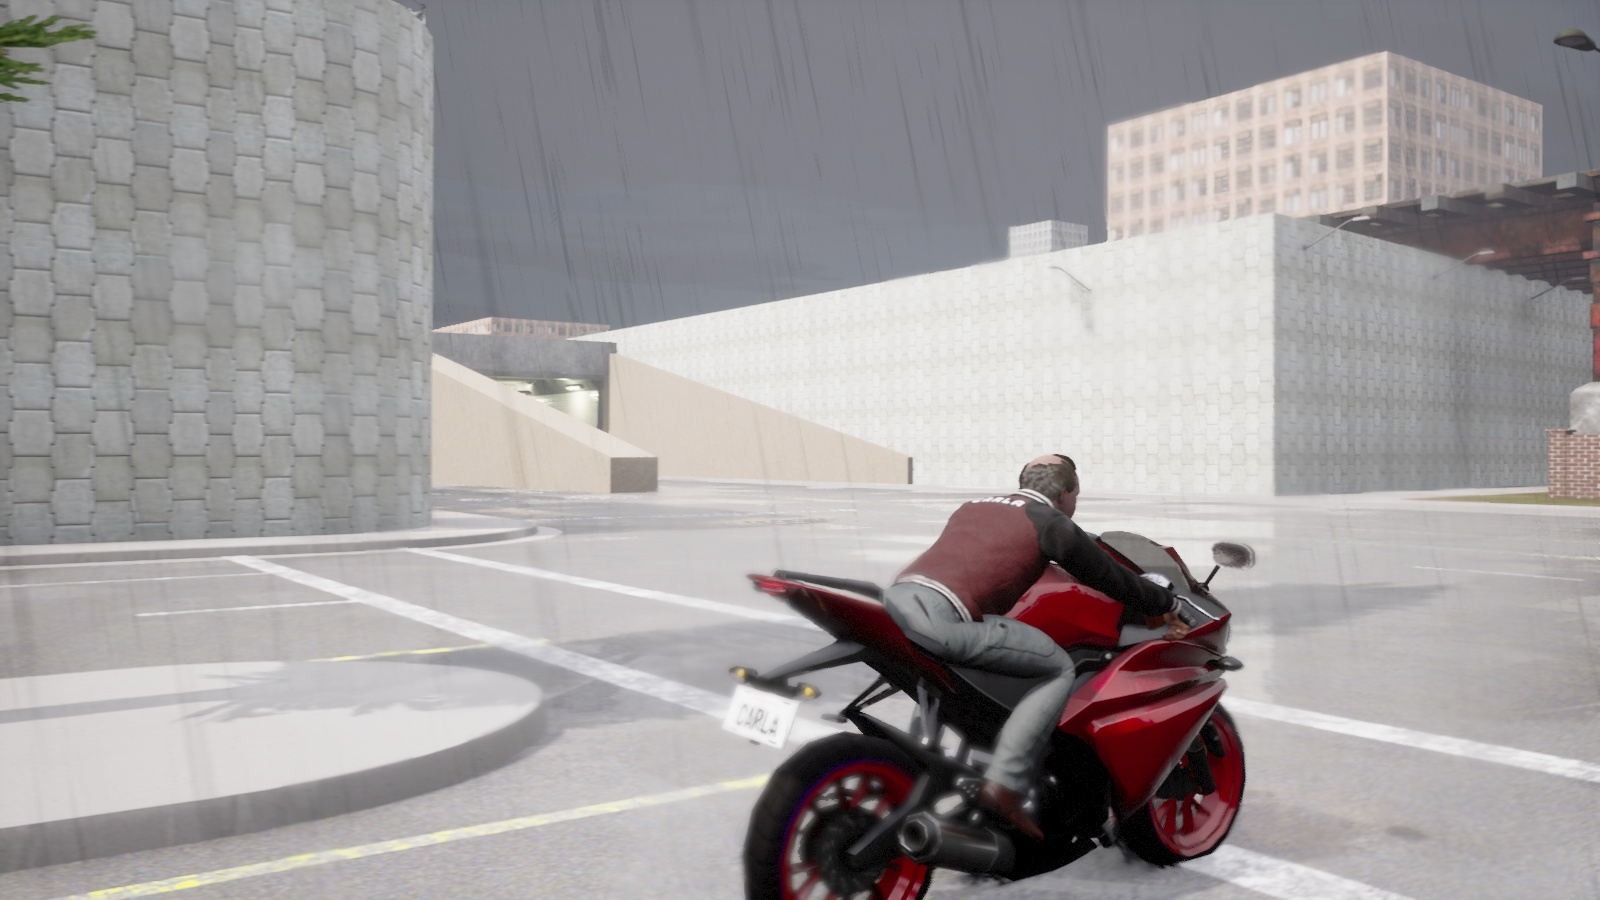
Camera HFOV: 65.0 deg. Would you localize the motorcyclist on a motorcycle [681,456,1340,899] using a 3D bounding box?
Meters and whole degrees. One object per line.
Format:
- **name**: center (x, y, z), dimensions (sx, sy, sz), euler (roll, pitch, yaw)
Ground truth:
- **motorcyclist on a motorcycle**: center (0.775, 0.788, 4.198), dimensions (2.191, 1.530, 0.866), euler (0, 0, -35)
